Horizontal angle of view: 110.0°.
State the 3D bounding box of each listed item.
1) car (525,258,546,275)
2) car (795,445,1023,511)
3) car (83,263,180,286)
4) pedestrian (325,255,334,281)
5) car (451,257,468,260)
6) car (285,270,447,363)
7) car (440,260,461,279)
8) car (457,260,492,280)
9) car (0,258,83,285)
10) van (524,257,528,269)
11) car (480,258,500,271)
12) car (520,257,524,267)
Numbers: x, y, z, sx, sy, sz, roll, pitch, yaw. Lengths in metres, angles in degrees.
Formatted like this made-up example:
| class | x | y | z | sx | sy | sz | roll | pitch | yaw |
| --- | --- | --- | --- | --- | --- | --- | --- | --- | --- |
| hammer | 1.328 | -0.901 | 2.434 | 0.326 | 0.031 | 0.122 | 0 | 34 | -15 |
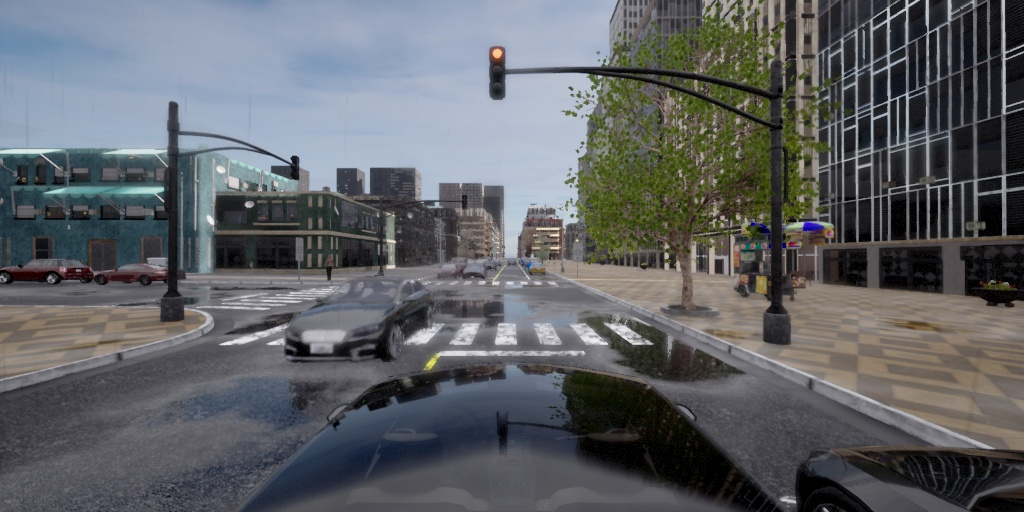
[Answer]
| class | x | y | z | sx | sy | sz | roll | pitch | yaw |
| --- | --- | --- | --- | --- | --- | --- | --- | --- | --- |
| car | 2.695 | 1.278 | 38.694 | 1.751 | 1.417 | 4.829 | 0 | 0 | 0 |
| car | 2.691 | 1.316 | 0.495 | 1.948 | 1.339 | 4.313 | 0 | 0 | 0 |
| car | -22.818 | 1.090 | 21.887 | 4.207 | 1.307 | 1.802 | 0 | 0 | -1 |
| pedestrian | -12.746 | 0.788 | 24.977 | 0.375 | 1.860 | 0.375 | 0 | -1 | -1 |
| car | -5.685 | 1.067 | 38.523 | 2.192 | 1.841 | 5.009 | 0 | 0 | 0 |
| car | -3.098 | 1.242 | 8.295 | 2.128 | 1.511 | 4.902 | 0 | 0 | 0 |
| car | -5.685 | 1.334 | 32.972 | 1.802 | 1.307 | 4.207 | 0 | 0 | 0 |
| car | -3.097 | 1.299 | 30.996 | 2.033 | 1.411 | 5.357 | 0 | 0 | 0 |
| car | -28.366 | 0.879 | 21.810 | 4.097 | 1.591 | 1.967 | 0 | 0 | -1 |
| van | 2.696 | 1.094 | 44.075 | 1.690 | 1.789 | 3.998 | 0 | 0 | 0 |
| car | -3.091 | 1.318 | 48.641 | 1.994 | 1.385 | 4.181 | 0 | 0 | 0 |
| car | 2.697 | 1.305 | 55.177 | 2.007 | 1.370 | 4.403 | 0 | 0 | 0 |
